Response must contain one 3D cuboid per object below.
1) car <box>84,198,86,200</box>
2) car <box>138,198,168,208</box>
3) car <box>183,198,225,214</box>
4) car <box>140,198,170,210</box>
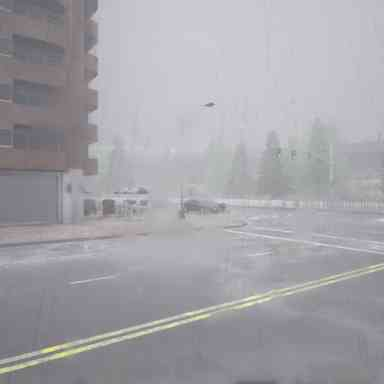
[{"bbox_3d":[-19.663,1.437,56.833,4.902,1.511,2.128,0,0,13],"label":"car"},{"bbox_3d":[-5.731,1.545,48.783,1.895,1.301,4.718,0,0,-44],"label":"car"},{"bbox_3d":[0.867,1.449,34.312,1.837,1.490,4.892,0,0,-35],"label":"car"},{"bbox_3d":[-4.735,1.545,42.140,1.895,1.301,4.718,0,0,-37],"label":"car"}]
